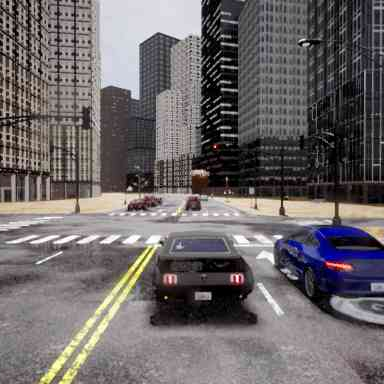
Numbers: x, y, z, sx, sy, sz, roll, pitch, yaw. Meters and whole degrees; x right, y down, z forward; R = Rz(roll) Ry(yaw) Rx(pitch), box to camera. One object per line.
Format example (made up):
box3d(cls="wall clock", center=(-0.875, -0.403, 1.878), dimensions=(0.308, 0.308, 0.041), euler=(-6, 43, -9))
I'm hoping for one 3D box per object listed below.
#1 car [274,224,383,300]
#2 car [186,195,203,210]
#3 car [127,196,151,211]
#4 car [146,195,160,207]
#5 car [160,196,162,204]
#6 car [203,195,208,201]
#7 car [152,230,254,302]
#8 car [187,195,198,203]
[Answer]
box3d(cls="car", center=(3.356, 1.522, 8.213), dimensions=(1.812, 1.442, 4.674), euler=(0, 0, 1))
box3d(cls="car", center=(0.172, 1.484, 43.199), dimensions=(1.812, 1.442, 4.674), euler=(0, 0, 0))
box3d(cls="car", center=(-6.522, 1.527, 40.312), dimensions=(1.994, 1.385, 4.181), euler=(0, 0, 0))
box3d(cls="car", center=(-6.503, 1.295, 50.561), dimensions=(2.097, 1.767, 4.553), euler=(0, 0, 0))
box3d(cls="car", center=(-6.482, 1.412, 60.852), dimensions=(2.128, 1.511, 4.902), euler=(0, 0, 0))
box3d(cls="car", center=(2.849, 1.391, 80.515), dimensions=(1.812, 1.442, 4.674), euler=(0, 0, -4))
box3d(cls="car", center=(0.114, 1.597, 8.246), dimensions=(1.895, 1.301, 4.718), euler=(0, 0, -2))
box3d(cls="car", center=(0.085, 1.394, 69.008), dimensions=(2.128, 1.511, 4.902), euler=(0, 0, -1))
